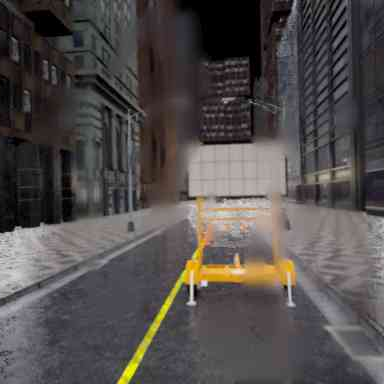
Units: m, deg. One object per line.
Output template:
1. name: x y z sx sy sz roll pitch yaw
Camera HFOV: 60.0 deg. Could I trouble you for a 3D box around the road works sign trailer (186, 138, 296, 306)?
1. road works sign trailer: 1.104 0.530 8.190 2.380 3.560 2.880 -1 -1 6
